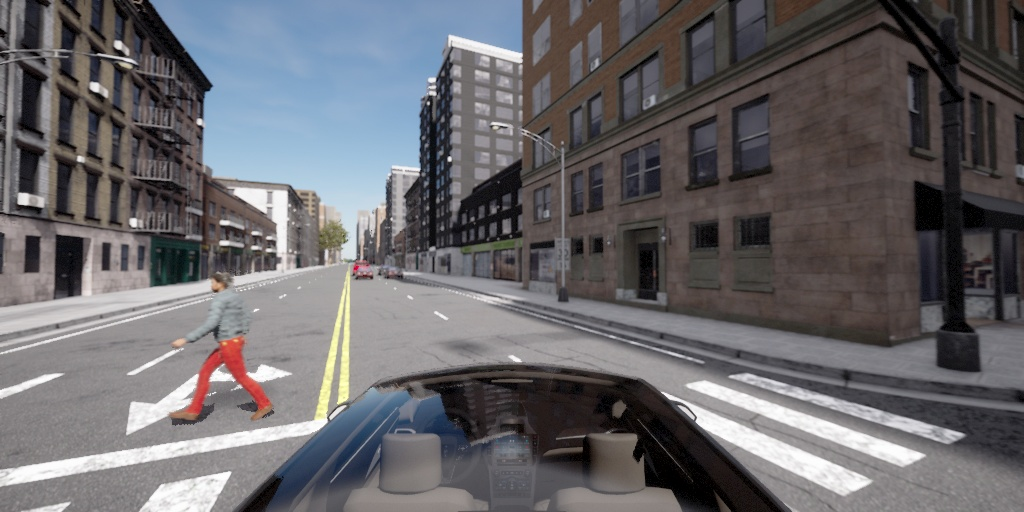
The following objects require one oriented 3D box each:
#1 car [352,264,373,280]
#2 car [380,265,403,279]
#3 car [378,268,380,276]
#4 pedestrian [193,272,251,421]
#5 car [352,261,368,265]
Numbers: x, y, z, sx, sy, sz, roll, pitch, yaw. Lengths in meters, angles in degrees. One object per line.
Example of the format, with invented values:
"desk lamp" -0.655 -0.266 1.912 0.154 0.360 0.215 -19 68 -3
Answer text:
"car" -16.798 1.933 40.758 2.033 1.411 5.357 1 -1 -24
"car" -14.025 1.970 42.496 2.033 1.411 5.357 1 -1 -24
"car" -18.403 2.067 52.136 2.128 1.511 4.902 1 -1 -24
"pedestrian" -3.474 1.065 4.315 0.375 1.860 0.375 1 -2 -24
"car" -21.074 1.756 50.143 2.150 2.045 5.566 1 -1 -24
